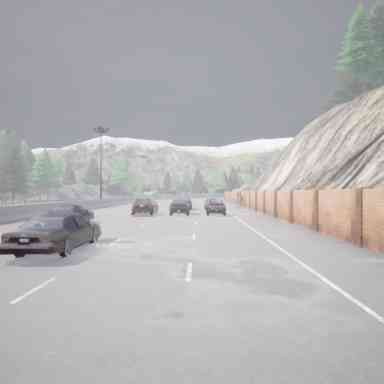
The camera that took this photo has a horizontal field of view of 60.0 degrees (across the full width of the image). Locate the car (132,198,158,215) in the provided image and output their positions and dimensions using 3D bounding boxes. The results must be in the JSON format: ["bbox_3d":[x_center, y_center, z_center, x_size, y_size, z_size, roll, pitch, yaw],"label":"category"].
[{"bbox_3d":[-4.673,1.352,33.560,2.097,1.767,4.553,0,0,1],"label":"car"}]

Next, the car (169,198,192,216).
[{"bbox_3d":[-1.184,1.505,33.046,1.837,1.490,4.892,0,0,1],"label":"car"}]

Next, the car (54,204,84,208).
[{"bbox_3d":[-8.418,1.548,22.902,2.033,1.411,5.357,0,0,1],"label":"car"}]

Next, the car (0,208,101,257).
[{"bbox_3d":[-5.141,1.547,12.845,2.033,1.411,5.357,0,0,1],"label":"car"}]

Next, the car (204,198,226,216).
[{"bbox_3d":[2.312,1.492,32.820,2.128,1.511,4.902,0,0,1],"label":"car"}]

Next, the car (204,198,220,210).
[{"bbox_3d":[2.550,1.526,43.266,1.812,1.442,4.674,0,0,1],"label":"car"}]
